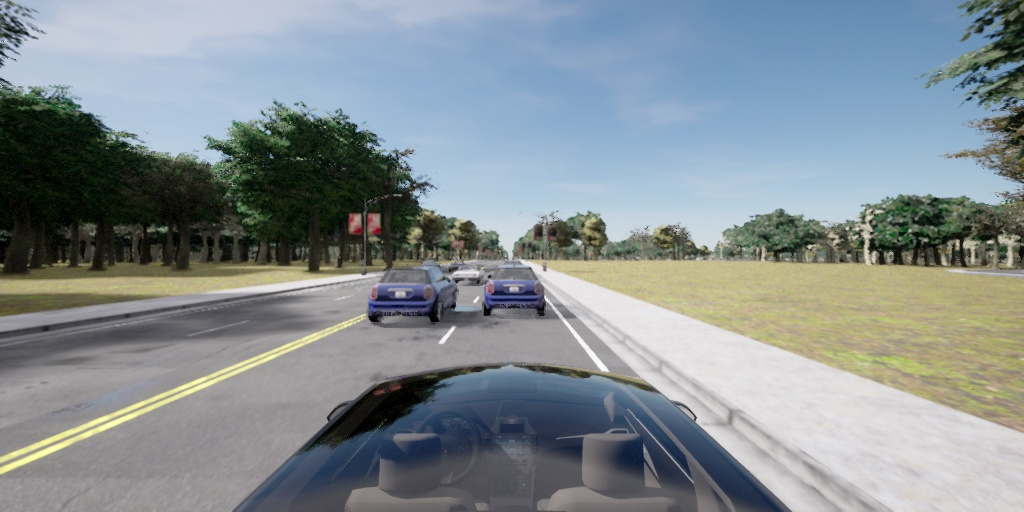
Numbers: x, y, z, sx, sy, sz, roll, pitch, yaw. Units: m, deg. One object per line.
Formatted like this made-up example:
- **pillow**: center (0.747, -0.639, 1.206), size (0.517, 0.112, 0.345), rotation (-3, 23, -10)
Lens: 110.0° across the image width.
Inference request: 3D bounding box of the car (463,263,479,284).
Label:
- **car**: center (-3.181, 1.364, 27.301), size (1.895, 1.301, 4.718), rotation (0, 0, 0)

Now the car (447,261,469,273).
- **car**: center (-6.606, 1.332, 44.195), size (1.994, 1.385, 4.181), rotation (0, 0, 0)

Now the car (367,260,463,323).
- **car**: center (-3.177, 1.110, 12.369), size (2.097, 1.767, 4.553), rotation (0, 0, 0)

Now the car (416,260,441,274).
- **car**: center (-9.859, 1.244, 42.713), size (1.882, 1.535, 5.008), rotation (0, 0, 0)

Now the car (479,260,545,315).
- **car**: center (0.077, 1.109, 13.801), size (2.097, 1.767, 4.553), rotation (0, 0, 0)
